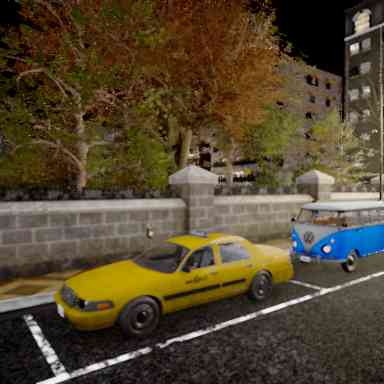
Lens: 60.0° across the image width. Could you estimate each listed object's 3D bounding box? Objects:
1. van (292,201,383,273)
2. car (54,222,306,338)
[{"bbox_3d":[4.653,1.178,9.856,3.998,1.788,1.690,-1,1,-35],"label":"van"},{"bbox_3d":[-0.056,1.463,6.505,4.829,1.417,1.752,-1,1,-35],"label":"car"}]
